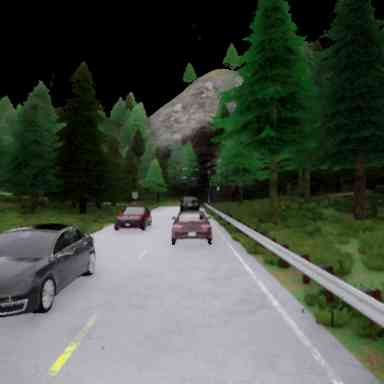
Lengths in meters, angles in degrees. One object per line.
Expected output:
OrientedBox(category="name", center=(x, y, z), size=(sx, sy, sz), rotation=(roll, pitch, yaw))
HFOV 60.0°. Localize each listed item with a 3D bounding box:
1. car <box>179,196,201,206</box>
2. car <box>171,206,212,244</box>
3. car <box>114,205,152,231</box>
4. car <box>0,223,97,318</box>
OrientedBox(category="car", center=(-0.228, 1.448, 37.454), size=(2.150, 2.045, 5.566), rotation=(0, 0, 0))
OrientedBox(category="car", center=(-0.021, 1.624, 16.304), size=(1.812, 1.442, 4.674), rotation=(0, 0, -1))
OrientedBox(category="car", center=(-3.760, 1.629, 21.875), size=(1.882, 1.535, 5.008), rotation=(0, 0, 0))
OrientedBox(category="car", center=(-3.650, 1.571, 7.814), size=(1.837, 1.490, 4.892), rotation=(0, 0, 0))
